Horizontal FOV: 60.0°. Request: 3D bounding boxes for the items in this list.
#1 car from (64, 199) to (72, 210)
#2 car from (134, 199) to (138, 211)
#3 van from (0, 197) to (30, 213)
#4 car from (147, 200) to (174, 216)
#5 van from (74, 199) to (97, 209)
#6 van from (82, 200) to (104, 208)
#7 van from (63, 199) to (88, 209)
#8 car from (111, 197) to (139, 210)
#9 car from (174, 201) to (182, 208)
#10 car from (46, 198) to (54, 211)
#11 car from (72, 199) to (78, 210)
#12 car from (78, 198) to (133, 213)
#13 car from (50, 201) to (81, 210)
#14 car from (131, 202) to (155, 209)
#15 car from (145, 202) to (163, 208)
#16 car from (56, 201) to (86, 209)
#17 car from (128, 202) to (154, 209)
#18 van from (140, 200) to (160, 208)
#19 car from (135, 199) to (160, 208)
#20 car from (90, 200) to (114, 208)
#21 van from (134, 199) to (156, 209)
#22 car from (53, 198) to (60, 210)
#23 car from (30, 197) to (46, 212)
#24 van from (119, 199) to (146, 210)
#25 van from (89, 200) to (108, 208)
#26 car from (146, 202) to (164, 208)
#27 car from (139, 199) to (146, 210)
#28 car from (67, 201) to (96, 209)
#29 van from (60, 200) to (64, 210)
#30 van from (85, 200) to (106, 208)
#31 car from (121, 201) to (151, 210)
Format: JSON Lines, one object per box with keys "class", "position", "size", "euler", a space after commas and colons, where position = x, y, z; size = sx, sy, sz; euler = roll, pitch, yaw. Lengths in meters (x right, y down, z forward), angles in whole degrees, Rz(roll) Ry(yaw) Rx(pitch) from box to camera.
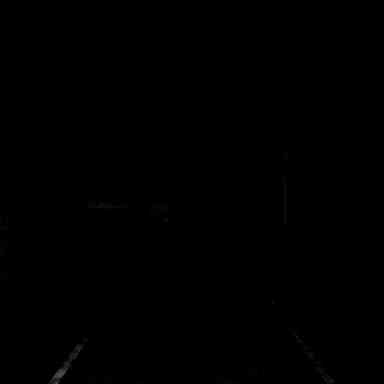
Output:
{"class": "car", "position": [-23.333, 2.166, 55.932], "size": [4.553, 1.767, 2.185], "euler": [0, -2, 0]}
{"class": "car", "position": [-10.306, 1.916, 44.619], "size": [5.008, 1.535, 2.097], "euler": [0, -2, 0]}
{"class": "van", "position": [-23.500, 1.615, 41.974], "size": [4.442, 1.987, 1.878], "euler": [0, -2, 0]}
{"class": "car", "position": [-3.319, 1.709, 35.499], "size": [1.882, 1.535, 5.008], "euler": [0, -1, 0]}
{"class": "van", "position": [-23.227, 2.633, 72.547], "size": [4.442, 1.987, 1.878], "euler": [0, -2, 0]}
{"class": "van", "position": [-23.220, 2.832, 77.935], "size": [4.442, 1.987, 1.878], "euler": [0, -2, 0]}
{"class": "van", "position": [-23.468, 2.444, 67.011], "size": [4.442, 1.987, 1.878], "euler": [0, -2, 0]}
{"class": "car", "position": [-10.327, 1.879, 47.398], "size": [4.553, 1.767, 2.185], "euler": [0, -2, 0]}
{"class": "car", "position": [-3.196, 2.822, 75.942], "size": [1.994, 1.385, 4.181], "euler": [0, -2, 0]}
{"class": "car", "position": [-23.190, 2.007, 47.625], "size": [5.366, 1.575, 1.946], "euler": [0, -2, 0]}
{"class": "car", "position": [-23.356, 2.382, 58.572], "size": [5.008, 1.535, 2.097], "euler": [0, -2, 0]}
{"class": "car", "position": [-10.121, 1.764, 39.080], "size": [5.366, 1.575, 1.946], "euler": [0, -2, 0]}
{"class": "car", "position": [-23.352, 2.481, 61.466], "size": [5.008, 1.535, 2.097], "euler": [0, -2, 0]}
{"class": "car", "position": [-10.270, 2.799, 69.585], "size": [4.674, 1.452, 2.002], "euler": [0, -2, 0]}
{"class": "car", "position": [-10.211, 3.489, 88.987], "size": [4.553, 1.767, 2.185], "euler": [0, -3, 0]}
{"class": "car", "position": [-23.348, 2.577, 64.234], "size": [4.892, 1.521, 2.231], "euler": [0, -2, 0]}
{"class": "car", "position": [-10.241, 2.694, 66.809], "size": [4.792, 1.488, 2.163], "euler": [0, -2, 0]}
{"class": "van", "position": [-10.137, 2.971, 80.673], "size": [4.442, 1.987, 1.878], "euler": [0, -3, 0]}
{"class": "car", "position": [-10.285, 2.806, 77.902], "size": [5.566, 2.045, 2.435], "euler": [0, -3, 0]}
{"class": "car", "position": [-23.298, 3.224, 86.244], "size": [5.566, 2.045, 2.435], "euler": [0, -3, 0]}
{"class": "van", "position": [-10.147, 2.628, 72.368], "size": [4.442, 1.987, 1.878], "euler": [0, -2, 0]}
{"class": "car", "position": [-23.365, 2.104, 50.390], "size": [4.892, 1.521, 2.231], "euler": [0, -2, 0]}
{"class": "car", "position": [-23.407, 1.671, 44.865], "size": [5.566, 2.045, 2.435], "euler": [0, -2, 0]}
{"class": "van", "position": [-10.398, 2.154, 58.495], "size": [4.442, 1.987, 1.878], "euler": [0, -2, 0]}
{"class": "van", "position": [-23.446, 3.111, 83.476], "size": [4.442, 1.987, 1.878], "euler": [0, -3, 0]}
{"class": "car", "position": [-10.208, 3.628, 91.759], "size": [4.553, 1.767, 2.185], "euler": [0, -3, 0]}
{"class": "car", "position": [-10.264, 1.845, 50.173], "size": [5.566, 2.045, 2.435], "euler": [0, -2, 0]}
{"class": "car", "position": [-23.162, 2.761, 69.773], "size": [5.366, 1.575, 1.946], "euler": [0, -2, 0]}
{"class": "van", "position": [-23.485, 1.972, 53.167], "size": [4.442, 1.987, 1.878], "euler": [0, -2, 0]}
{"class": "van", "position": [-23.449, 2.978, 80.834], "size": [4.442, 1.987, 1.878], "euler": [0, -3, 0]}
{"class": "car", "position": [-10.283, 2.474, 61.262], "size": [5.008, 1.535, 2.097], "euler": [0, -2, 0]}
